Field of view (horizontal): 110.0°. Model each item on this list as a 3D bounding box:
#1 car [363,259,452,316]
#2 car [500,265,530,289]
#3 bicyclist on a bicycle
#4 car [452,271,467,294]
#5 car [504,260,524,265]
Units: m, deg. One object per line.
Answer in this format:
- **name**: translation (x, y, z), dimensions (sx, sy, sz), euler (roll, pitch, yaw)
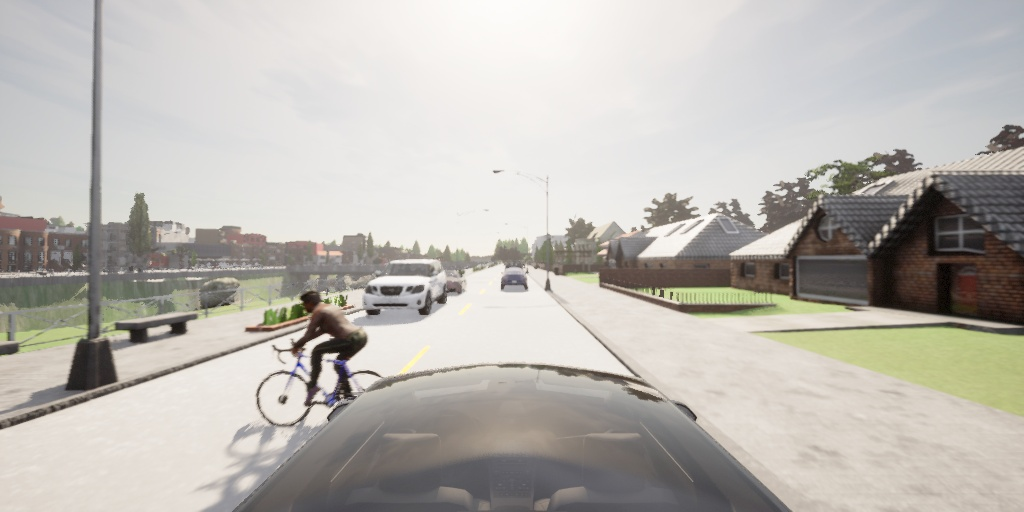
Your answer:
- **car**: translation (-4.069, 1.137, 14.654), dimensions (2.150, 2.045, 5.566), euler (0, 0, -1)
- **car**: translation (0.163, 1.598, 26.062), dimensions (1.812, 1.442, 4.674), euler (0, -1, 0)
- **bicyclist on a bicycle**: translation (-2.232, 1.235, 4.266), dimensions (1.656, 1.620, 0.582), euler (0, -1, 0)
- **car**: translation (-3.948, 1.629, 22.269), dimensions (1.994, 1.385, 4.181), euler (0, -1, 0)
- **car**: translation (0.205, 1.514, 42.726), dimensions (2.150, 2.045, 5.566), euler (0, -1, 0)
